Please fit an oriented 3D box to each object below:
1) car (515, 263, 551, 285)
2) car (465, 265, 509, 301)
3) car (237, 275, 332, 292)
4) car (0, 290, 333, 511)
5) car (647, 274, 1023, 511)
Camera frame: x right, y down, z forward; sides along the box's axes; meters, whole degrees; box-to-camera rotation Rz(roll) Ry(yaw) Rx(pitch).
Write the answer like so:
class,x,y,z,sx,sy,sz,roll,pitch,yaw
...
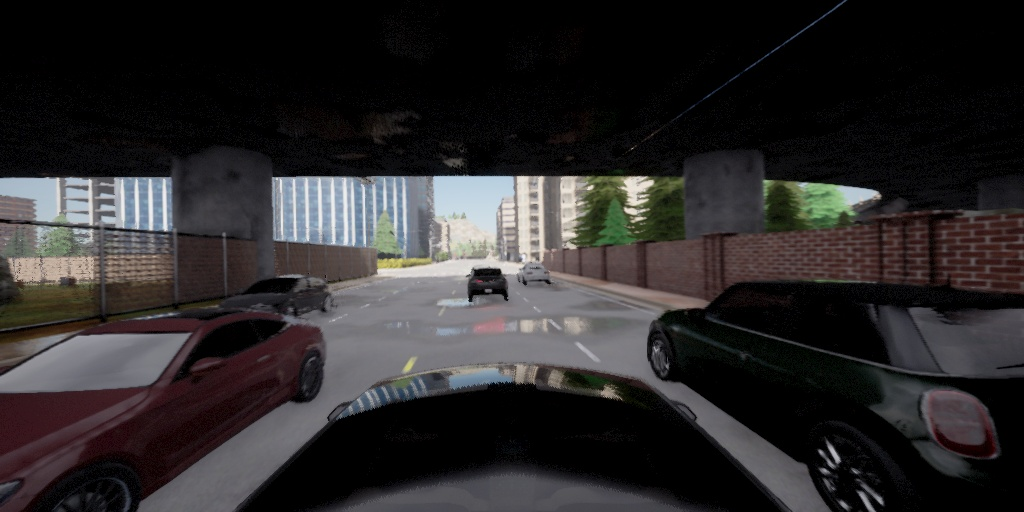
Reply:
class,x,y,z,sx,sy,sz,roll,pitch,yaw
car,1.505,1.248,25.670,1.812,1.442,4.674,-1,0,-6
car,-1.234,1.289,17.809,1.837,1.490,4.892,-1,-1,-5
car,-7.889,1.453,12.416,1.837,1.490,4.892,-1,0,-6
car,-3.710,1.368,3.818,1.812,1.442,4.674,-1,0,-3
car,3.336,1.021,4.175,2.097,1.767,4.553,-1,0,-2
